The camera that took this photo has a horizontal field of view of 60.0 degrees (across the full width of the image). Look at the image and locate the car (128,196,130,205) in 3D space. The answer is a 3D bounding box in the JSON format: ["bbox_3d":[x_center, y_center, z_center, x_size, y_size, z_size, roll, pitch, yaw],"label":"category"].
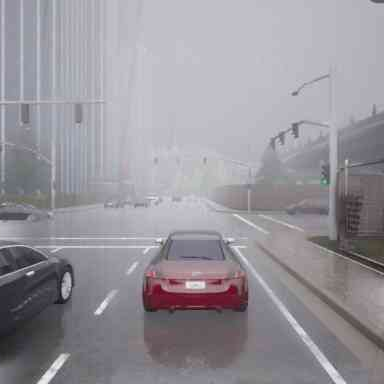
[{"bbox_3d":[-10.597,1.503,54.622,1.837,1.490,4.892,0,1,0],"label":"car"}]

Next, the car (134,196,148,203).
[{"bbox_3d":[-10.517,1.547,68.515,2.033,1.411,5.357,0,0,0],"label":"car"}]

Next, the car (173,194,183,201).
[{"bbox_3d":[-3.521,1.386,84.722,2.128,1.511,4.902,0,0,0],"label":"car"}]

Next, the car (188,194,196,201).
[{"bbox_3d":[-0.021,1.360,84.723,1.837,1.490,4.892,0,0,0],"label":"car"}]

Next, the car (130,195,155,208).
[{"bbox_3d":[-7.100,1.547,48.008,2.033,1.411,5.357,0,0,0],"label":"car"}]

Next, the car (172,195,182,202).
[{"bbox_3d":[-3.518,1.495,74.298,1.837,1.490,4.892,0,0,0],"label":"car"}]

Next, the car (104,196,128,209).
[{"bbox_3d":[-10.603,1.491,45.382,2.128,1.511,4.902,0,0,0],"label":"car"}]

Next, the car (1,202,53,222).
[{"bbox_3d":[-12.848,1.525,24.575,4.902,1.511,2.128,0,0,0],"label":"car"}]

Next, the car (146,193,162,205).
[{"bbox_3d":[-7.089,1.221,58.197,2.150,2.045,5.566,0,0,1],"label":"car"}]

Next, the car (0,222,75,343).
[{"bbox_3d":[-3.443,1.505,5.251,1.837,1.490,4.892,0,0,0],"label":"car"}]

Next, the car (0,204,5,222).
[{"bbox_3d":[-13.022,1.538,18.929,4.892,1.490,1.837,-1,-3,33],"label":"car"}]

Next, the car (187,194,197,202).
[{"bbox_3d":[-0.018,1.518,74.614,1.812,1.442,4.674,0,0,0],"label":"car"}]

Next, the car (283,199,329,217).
[{"bbox_3d":[11.141,1.408,31.833,4.553,1.767,2.097,0,0,0],"label":"car"}]

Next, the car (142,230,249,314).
[{"bbox_3d":[0.070,1.564,7.708,1.994,1.385,4.181,0,0,0],"label":"car"}]
